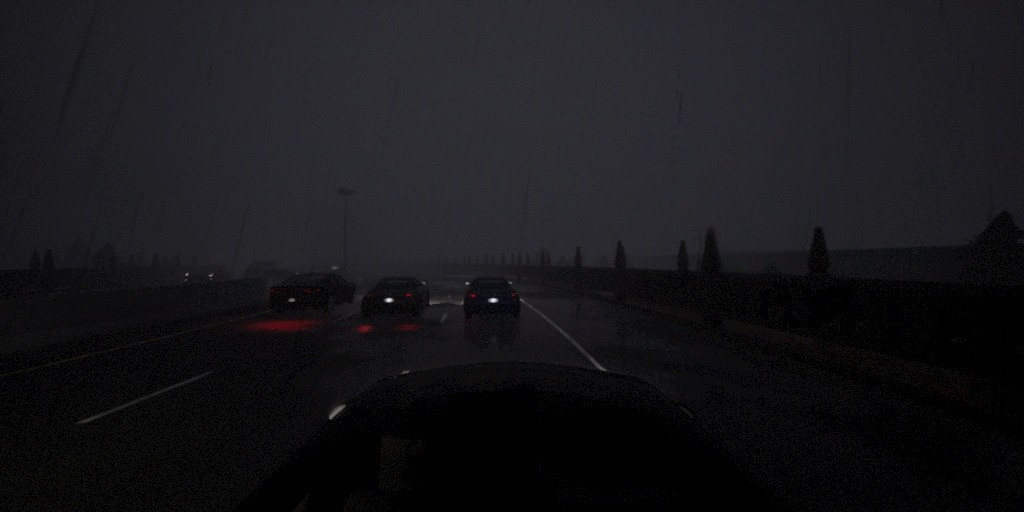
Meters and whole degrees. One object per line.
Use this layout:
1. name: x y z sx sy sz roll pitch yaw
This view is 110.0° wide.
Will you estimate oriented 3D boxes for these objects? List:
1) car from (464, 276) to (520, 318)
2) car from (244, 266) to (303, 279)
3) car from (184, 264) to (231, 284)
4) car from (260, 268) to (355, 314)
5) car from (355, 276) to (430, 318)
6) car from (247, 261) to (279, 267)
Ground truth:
1. car: -0.871 1.476 13.941 1.994 1.385 4.181 0 -1 -7
2. car: -17.988 1.684 27.331 2.033 1.411 5.357 0 -1 -17
3. car: -26.992 1.575 31.921 2.097 1.767 4.553 0 -1 -21
4. car: -8.047 1.424 15.017 1.882 1.535 5.008 0 -1 -8
5. car: -4.402 1.488 14.069 1.994 1.385 4.181 0 -1 -7
6. car: -24.647 1.482 35.612 2.150 2.045 5.566 0 0 -23
